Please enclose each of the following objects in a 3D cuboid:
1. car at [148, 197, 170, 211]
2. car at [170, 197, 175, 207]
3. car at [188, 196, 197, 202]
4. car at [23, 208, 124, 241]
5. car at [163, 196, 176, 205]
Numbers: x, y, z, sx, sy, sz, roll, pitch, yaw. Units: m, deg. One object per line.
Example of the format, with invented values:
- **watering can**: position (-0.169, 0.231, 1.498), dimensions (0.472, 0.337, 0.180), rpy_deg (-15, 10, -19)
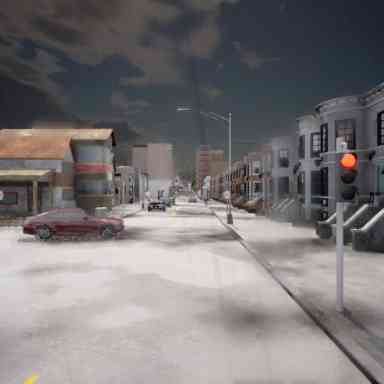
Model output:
- **car**: position (-4.056, 1.564, 39.488), dimensions (1.994, 1.385, 4.181), rpy_deg (0, 0, 0)
- **car**: position (-4.032, 1.505, 49.433), dimensions (1.837, 1.490, 4.892), rpy_deg (0, 0, 0)
- **car**: position (0.134, 1.690, 73.306), dimensions (2.033, 1.411, 5.357), rpy_deg (0, 0, 0)
- **car**: position (-5.699, 1.525, 16.296), dimensions (4.674, 1.442, 1.812), rpy_deg (0, 0, -11)
- **car**: position (-3.983, 1.547, 59.882), dimensions (2.033, 1.411, 5.357), rpy_deg (0, 0, 1)
